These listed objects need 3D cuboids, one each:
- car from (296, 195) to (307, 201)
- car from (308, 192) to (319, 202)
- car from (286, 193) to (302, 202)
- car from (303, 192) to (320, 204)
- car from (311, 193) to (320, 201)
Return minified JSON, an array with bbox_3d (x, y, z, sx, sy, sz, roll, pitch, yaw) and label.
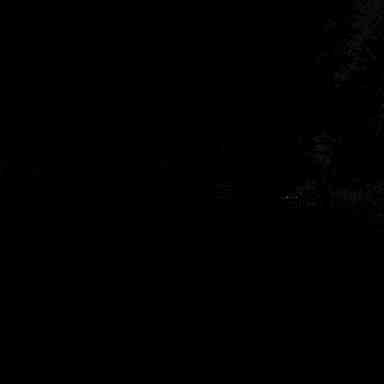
[{"bbox_3d":[27.460,1.408,83.342,2.033,1.411,5.357,1,-1,22],"label":"car"},{"bbox_3d":[26.763,1.115,73.002,2.150,2.045,5.566,1,-1,22],"label":"car"},{"bbox_3d":[18.815,0.982,62.083,2.097,1.767,4.553,1,-1,22],"label":"car"},{"bbox_3d":[17.995,0.971,50.030,1.837,1.490,4.892,1,-1,18],"label":"car"},{"bbox_3d":[30.618,1.280,82.476,2.097,1.767,4.553,1,-1,22],"label":"car"}]
